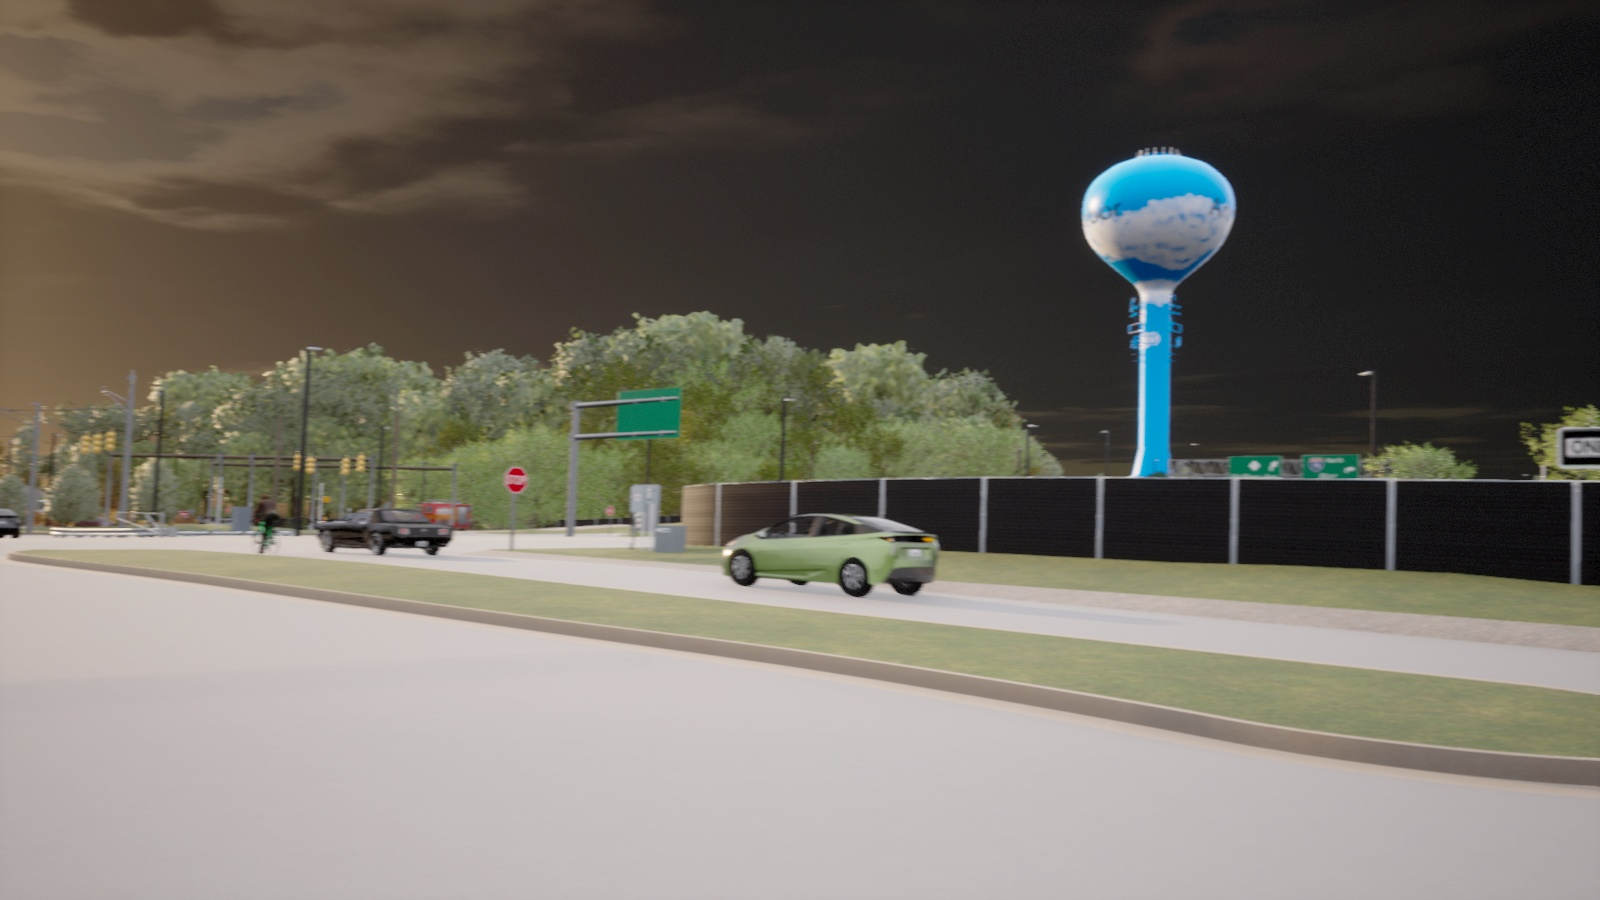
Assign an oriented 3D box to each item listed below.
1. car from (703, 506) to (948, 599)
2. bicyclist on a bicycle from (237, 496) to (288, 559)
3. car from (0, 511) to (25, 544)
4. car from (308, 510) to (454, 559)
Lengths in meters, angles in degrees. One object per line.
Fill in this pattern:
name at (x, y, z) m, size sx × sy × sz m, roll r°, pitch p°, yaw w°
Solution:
car at (0.432, 1.942, 24.499) m, size 4.514 × 1.525 × 2.007 m, roll 0°, pitch -4°, yaw 42°
bicyclist on a bicycle at (-14.088, 2.025, 32.902) m, size 1.656 × 1.620 × 0.582 m, roll -3°, pitch -5°, yaw 44°
car at (-38.920, 3.668, 60.170) m, size 2.007 × 1.525 × 4.514 m, roll 4°, pitch -4°, yaw -45°
car at (-11.966, 2.370, 35.675) m, size 4.718 × 1.301 × 1.895 m, roll -2°, pitch -5°, yaw 43°
